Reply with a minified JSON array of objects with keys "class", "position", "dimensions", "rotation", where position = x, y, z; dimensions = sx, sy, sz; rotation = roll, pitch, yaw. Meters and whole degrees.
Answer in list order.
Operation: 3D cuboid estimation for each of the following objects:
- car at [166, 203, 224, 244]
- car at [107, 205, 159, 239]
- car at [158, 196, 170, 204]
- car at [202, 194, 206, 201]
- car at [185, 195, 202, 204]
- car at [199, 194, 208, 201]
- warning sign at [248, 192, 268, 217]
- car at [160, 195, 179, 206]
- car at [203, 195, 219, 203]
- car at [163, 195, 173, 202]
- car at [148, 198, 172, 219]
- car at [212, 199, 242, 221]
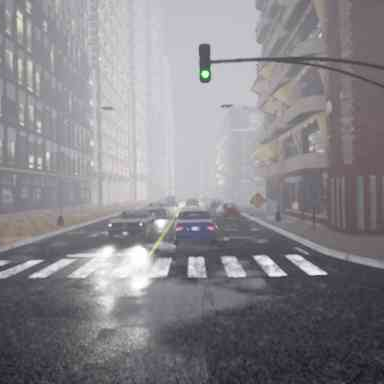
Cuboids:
[{"class":"car","position":[0.108,1.486,15.578],"dimensions":[2.033,1.411,5.357],"rotation":[-1,0,0]},{"class":"car","position":[-3.097,1.601,17.647],"dimensions":[1.895,1.301,4.718],"rotation":[-1,0,0]},{"class":"car","position":[-5.635,1.523,66.565],"dimensions":[2.008,1.369,4.403],"rotation":[-1,0,0]},{"class":"car","position":[2.720,1.389,43.961],"dimensions":[2.008,1.369,4.403],"rotation":[-1,0,0]},{"class":"car","position":[0.035,1.450,47.964],"dimensions":[1.994,1.385,4.181],"rotation":[-1,0,0]},{"class":"car","position":[2.753,1.231,77.853],"dimensions":[1.967,1.590,4.097],"rotation":[-1,0,0]},{"class":"warning sign","position":[5.065,0.938,25.508],"dimensions":[1.300,1.860,1.060],"rotation":[-1,0,0]},{"class":"car","position":[-3.013,1.299,47.649],"dimensions":[2.097,1.767,4.553],"rotation":[-1,0,1]},{"class":"car","position":[2.714,1.399,38.313],"dimensions":[2.008,1.369,4.403],"rotation":[-1,0,0]},{"class":"car","position":[-5.623,1.503,77.862],"dimensions":[1.887,1.381,4.507],"rotation":[-1,0,0]},{"class":"car","position":[-3.081,1.544,28.601],"dimensions":[1.994,1.385,4.181],"rotation":[-1,0,0]},{"class":"car","position":[2.751,1.451,25.396],"dimensions":[1.802,1.307,4.206],"rotation":[-1,0,0]}]
